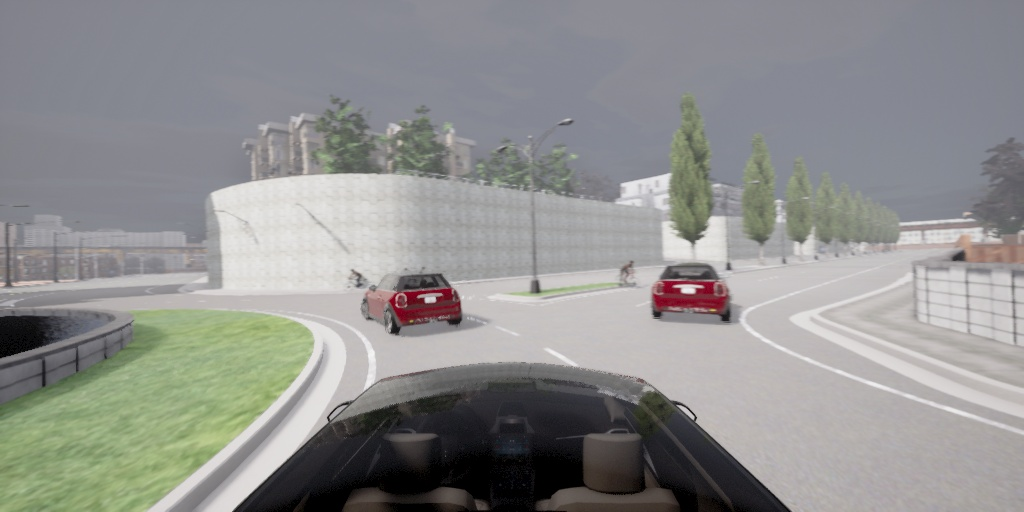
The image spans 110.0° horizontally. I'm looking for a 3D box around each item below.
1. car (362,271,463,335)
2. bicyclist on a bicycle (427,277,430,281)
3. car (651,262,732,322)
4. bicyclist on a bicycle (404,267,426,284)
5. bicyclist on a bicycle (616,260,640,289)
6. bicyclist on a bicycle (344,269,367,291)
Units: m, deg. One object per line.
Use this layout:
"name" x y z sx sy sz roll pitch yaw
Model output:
"car" -3.408 1.280 11.678 2.097 1.767 4.553 -2 0 -33
"bicyclist on a bicycle" -6.225 1.560 24.787 1.656 1.620 0.582 -2 0 25
"car" 6.026 0.973 11.950 2.097 1.767 4.553 -2 0 30
"bicyclist on a bicycle" -6.332 1.545 21.941 1.656 1.620 0.582 -2 -1 22
"bicyclist on a bicycle" 6.803 1.043 20.966 0.582 1.620 1.656 -2 9 -36
"bicyclist on a bicycle" -11.158 1.666 25.503 0.582 1.620 1.656 16 19 40
